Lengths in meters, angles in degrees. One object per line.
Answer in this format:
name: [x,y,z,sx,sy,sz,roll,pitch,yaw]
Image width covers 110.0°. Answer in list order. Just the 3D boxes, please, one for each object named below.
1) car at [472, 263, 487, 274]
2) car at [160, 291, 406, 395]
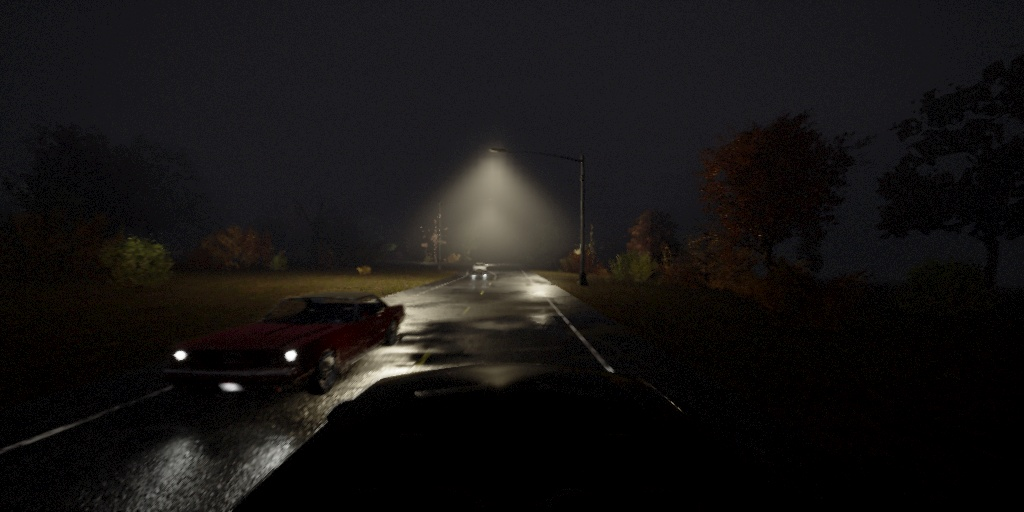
car: [-4.466,1.686,49.503,1.812,1.442,4.674,0,-1,-6]
car: [-3.603,1.392,6.810,1.895,1.301,4.718,0,0,0]
